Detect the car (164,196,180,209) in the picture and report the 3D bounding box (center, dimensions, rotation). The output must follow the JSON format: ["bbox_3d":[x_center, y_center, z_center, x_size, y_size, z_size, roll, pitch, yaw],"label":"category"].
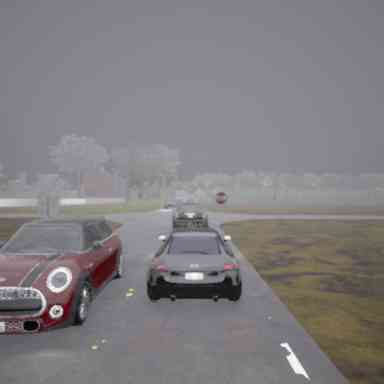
[{"bbox_3d":[-2.905,1.706,47.127,1.994,1.385,4.181,0,0,0],"label":"car"}]

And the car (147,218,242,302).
[{"bbox_3d":[0.071,1.594,8.385,1.994,1.385,4.181,0,0,1],"label":"car"}]

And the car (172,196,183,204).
[{"bbox_3d":[-2.889,1.663,67.421,1.882,1.535,5.008,0,0,0],"label":"car"}]

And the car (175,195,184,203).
[{"bbox_3d":[-2.897,1.559,77.714,2.097,1.767,4.553,0,0,0],"label":"car"}]

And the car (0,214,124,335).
[{"bbox_3d":[-2.871,1.378,7.094,2.097,1.767,4.553,0,0,0],"label":"car"}]

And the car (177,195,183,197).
[{"bbox_3d":[-2.914,1.727,57.011,1.994,1.385,4.181,0,0,1],"label":"car"}]

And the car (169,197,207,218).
[{"bbox_3d":[-0.237,1.425,21.327,2.097,1.767,4.553,0,0,-4],"label":"car"}]

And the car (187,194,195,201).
[{"bbox_3d":[-0.166,1.406,88.686,2.097,1.767,4.553,0,0,0],"label":"car"}]

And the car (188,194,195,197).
[{"bbox_3d":[-0.148,1.749,78.674,1.994,1.385,4.181,0,0,0],"label":"car"}]
